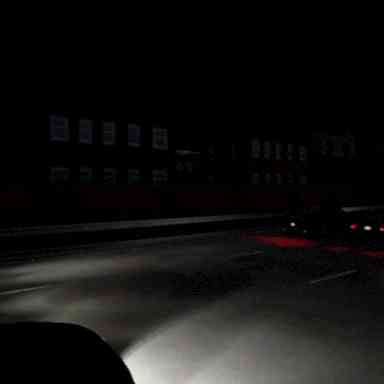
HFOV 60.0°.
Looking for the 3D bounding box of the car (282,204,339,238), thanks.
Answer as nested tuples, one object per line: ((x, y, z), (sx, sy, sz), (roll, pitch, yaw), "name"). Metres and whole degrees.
((6.795, 1.374, 17.192), (5.008, 1.535, 1.882), (0, 0, -36), "car")

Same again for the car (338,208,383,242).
((8.863, 1.443, 14.369), (5.357, 1.411, 2.033), (0, 0, -36), "car")

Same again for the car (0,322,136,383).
((-2.382, 1.570, 2.047), (4.181, 1.385, 1.994), (0, 0, -36), "car")
